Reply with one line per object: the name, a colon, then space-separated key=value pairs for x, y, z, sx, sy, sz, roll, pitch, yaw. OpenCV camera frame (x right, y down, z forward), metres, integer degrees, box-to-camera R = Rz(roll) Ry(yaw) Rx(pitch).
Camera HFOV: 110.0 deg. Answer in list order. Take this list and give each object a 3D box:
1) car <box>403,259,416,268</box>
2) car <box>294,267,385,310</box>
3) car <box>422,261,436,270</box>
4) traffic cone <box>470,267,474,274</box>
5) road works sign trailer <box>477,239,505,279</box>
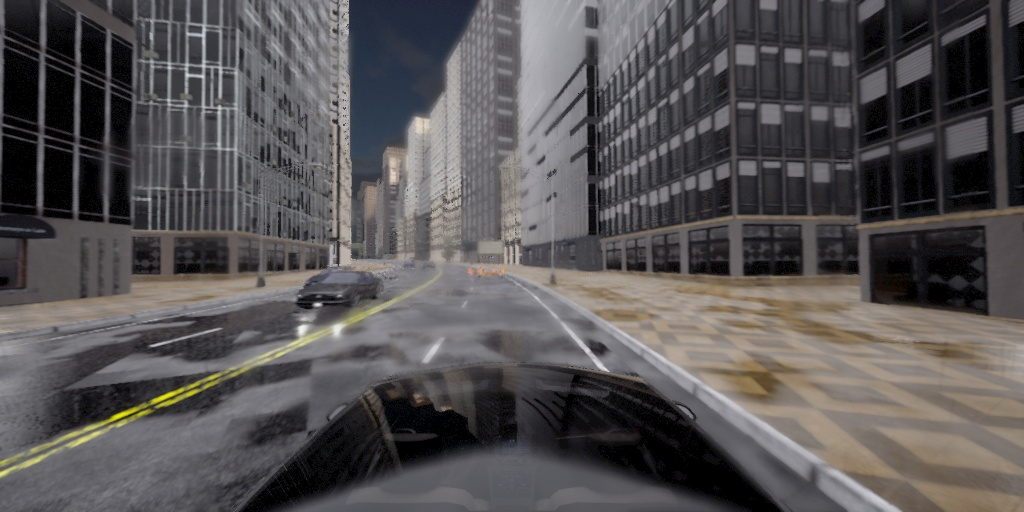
car: x=-17.876 y=1.328 z=62.503 sx=1.882 sy=1.535 sz=5.008 roll=0 pitch=0 yaw=-15
car: x=-7.006 y=1.345 z=15.327 sx=2.033 sy=1.411 sz=5.357 roll=0 pitch=0 yaw=-3
car: x=-12.898 y=1.404 z=55.911 sx=1.994 sy=1.385 sz=4.181 roll=0 pitch=0 yaw=-12
traffic cone: x=-4.392 y=1.752 z=39.850 sx=0.340 sy=0.580 sz=0.340 roll=0 pitch=0 yaw=-9
road works sign trailer: x=-1.972 y=0.245 z=33.139 sx=2.380 sy=3.560 sz=2.880 roll=0 pitch=0 yaw=-9
